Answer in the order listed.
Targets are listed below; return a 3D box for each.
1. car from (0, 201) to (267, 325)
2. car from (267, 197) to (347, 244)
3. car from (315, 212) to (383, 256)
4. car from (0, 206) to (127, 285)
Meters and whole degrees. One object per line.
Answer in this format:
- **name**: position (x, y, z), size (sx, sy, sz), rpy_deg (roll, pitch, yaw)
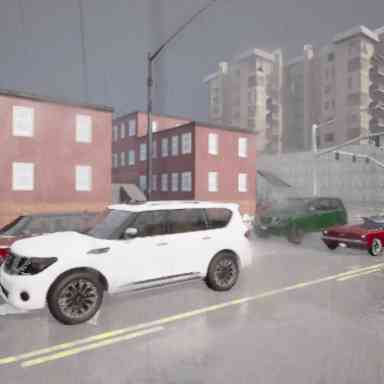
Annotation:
- **car**: position (-1.102, 1.235, 7.501), size (5.566, 2.045, 2.150), rpy_deg (1, 0, -36)
- **car**: position (5.487, 1.271, 16.468), size (5.566, 2.045, 2.150), rpy_deg (0, 0, -35)
- **car**: position (7.339, 1.648, 13.491), size (4.718, 1.301, 1.895), rpy_deg (0, 0, -35)
- **car**: position (-4.400, 1.359, 9.448), size (4.553, 1.767, 2.097), rpy_deg (0, 0, -35)
